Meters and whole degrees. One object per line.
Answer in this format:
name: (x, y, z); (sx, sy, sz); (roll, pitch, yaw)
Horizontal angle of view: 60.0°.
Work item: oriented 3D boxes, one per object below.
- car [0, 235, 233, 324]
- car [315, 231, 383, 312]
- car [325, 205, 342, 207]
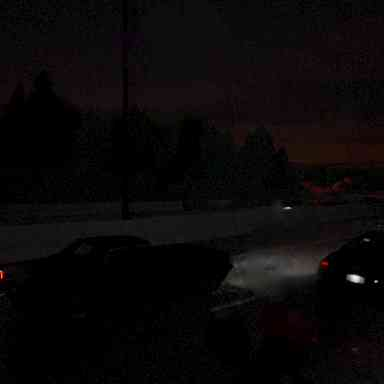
car: (-1.360, 1.612, 7.190); (4.718, 1.301, 1.895); (0, 0, -37)
car: (4.590, 1.564, 7.357); (4.181, 1.385, 1.994); (0, 0, -38)
car: (20.164, 1.488, 46.185); (1.882, 1.535, 5.008); (0, 0, 42)
